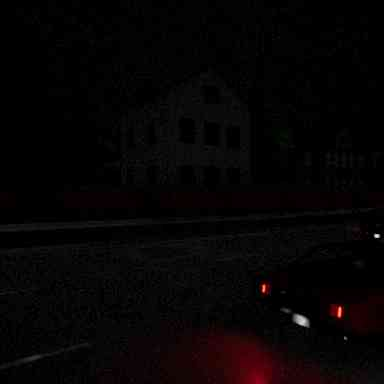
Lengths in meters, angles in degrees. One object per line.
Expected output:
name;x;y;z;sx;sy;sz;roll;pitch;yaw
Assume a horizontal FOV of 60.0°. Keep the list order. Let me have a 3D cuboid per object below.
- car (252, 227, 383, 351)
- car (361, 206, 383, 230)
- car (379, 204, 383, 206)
car;3.416;1.600;6.187;4.718;1.301;1.895;0;0;-36
car;9.388;1.503;14.752;4.892;1.490;1.837;0;0;-36
car;13.615;1.476;22.072;5.008;1.535;1.882;0;0;-36
